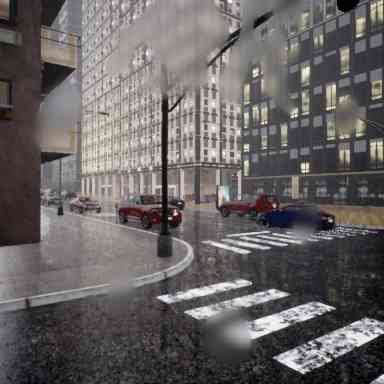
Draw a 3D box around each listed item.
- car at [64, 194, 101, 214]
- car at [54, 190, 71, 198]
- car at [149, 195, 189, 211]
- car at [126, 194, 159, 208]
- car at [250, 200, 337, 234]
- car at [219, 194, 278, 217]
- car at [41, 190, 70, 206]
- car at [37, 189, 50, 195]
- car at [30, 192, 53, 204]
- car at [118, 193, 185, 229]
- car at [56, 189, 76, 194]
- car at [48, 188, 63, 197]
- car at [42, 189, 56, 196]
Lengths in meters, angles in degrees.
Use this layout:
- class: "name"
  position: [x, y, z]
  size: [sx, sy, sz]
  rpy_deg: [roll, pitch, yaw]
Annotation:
- class: "car"
  position: [-9.128, 1.067, 28.257]
  size: [1.802, 1.307, 4.206]
  rpy_deg: [2, 0, -36]
- class: "car"
  position: [-25.213, 0.309, 64.646]
  size: [1.887, 1.381, 4.507]
  rpy_deg: [1, 0, -36]
- class: "car"
  position: [-2.386, 1.070, 33.234]
  size: [1.947, 1.339, 4.313]
  rpy_deg: [1, 0, -36]
- class: "car"
  position: [-5.648, 0.965, 37.721]
  size: [1.947, 1.339, 4.313]
  rpy_deg: [1, 0, -36]
- class: "car"
  position: [5.617, 1.378, 18.143]
  size: [1.994, 1.385, 4.181]
  rpy_deg: [0, 1, -43]
- class: "car"
  position: [4.142, 1.027, 24.259]
  size: [2.192, 1.841, 5.009]
  rpy_deg: [1, 0, -36]
- class: "car"
  position: [-15.648, 0.827, 37.229]
  size: [2.008, 1.369, 4.403]
  rpy_deg: [2, 0, -36]
- class: "car"
  position: [-34.996, -0.011, 78.108]
  size: [1.887, 1.381, 4.507]
  rpy_deg: [1, 0, -36]
- class: "car"
  position: [-18.909, 0.752, 41.715]
  size: [1.802, 1.307, 4.206]
  rpy_deg: [2, 0, -36]
- class: "car"
  position: [-2.600, 1.008, 19.283]
  size: [2.192, 1.841, 5.009]
  rpy_deg: [2, 0, -36]
- class: "car"
  position: [-19.568, 0.516, 52.447]
  size: [1.837, 1.490, 4.892]
  rpy_deg: [0, 1, -36]
- class: "car"
  position: [-28.471, 0.099, 69.132]
  size: [1.967, 1.590, 4.097]
  rpy_deg: [1, 0, -36]
- class: "car"
  position: [-31.735, 0.096, 73.620]
  size: [1.887, 1.381, 4.507]
  rpy_deg: [1, 0, -36]
